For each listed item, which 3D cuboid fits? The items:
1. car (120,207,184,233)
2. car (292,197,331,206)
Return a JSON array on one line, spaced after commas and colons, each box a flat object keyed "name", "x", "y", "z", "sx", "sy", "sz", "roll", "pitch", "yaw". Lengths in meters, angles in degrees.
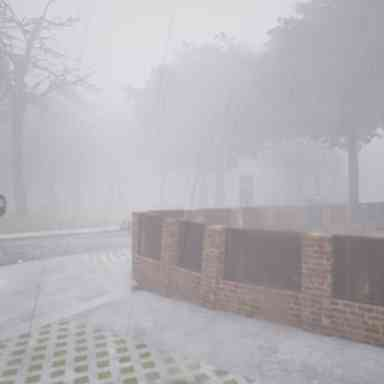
[{"name": "car", "x": -1.962, "y": 1.658, "z": 19.814, "sx": 4.892, "sy": 1.490, "sz": 1.837, "roll": 1, "pitch": -1, "yaw": -44}, {"name": "car", "x": 11.947, "y": 1.542, "z": 33.113, "sx": 5.566, "sy": 2.045, "sz": 2.150, "roll": 1, "pitch": -1, "yaw": -44}]
